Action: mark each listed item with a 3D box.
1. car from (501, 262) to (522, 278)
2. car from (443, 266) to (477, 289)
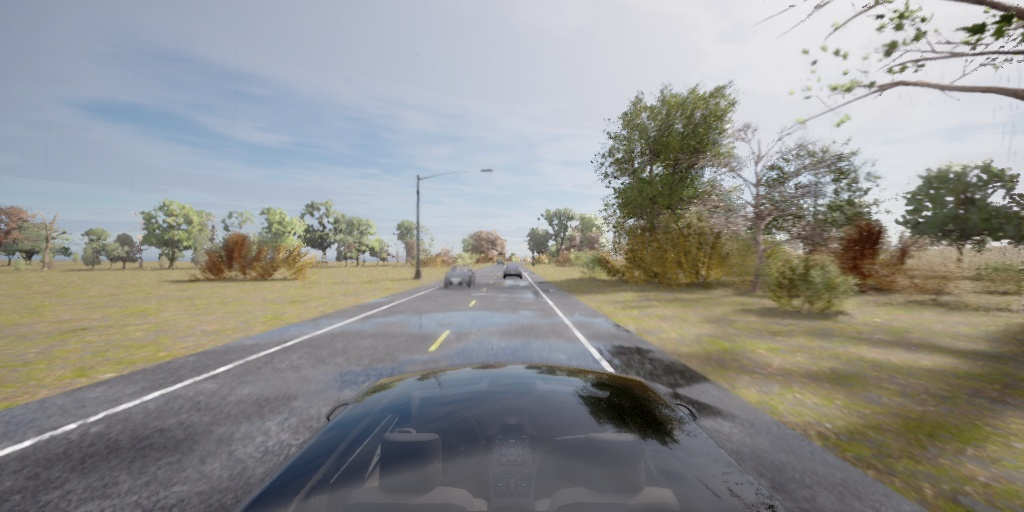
[{"bbox_3d":[0.062,1.618,37.960,1.994,1.385,4.181,0,0,0],"label":"car"},{"bbox_3d":[-3.617,1.453,25.478,2.128,1.511,4.902,0,-1,0],"label":"car"}]
